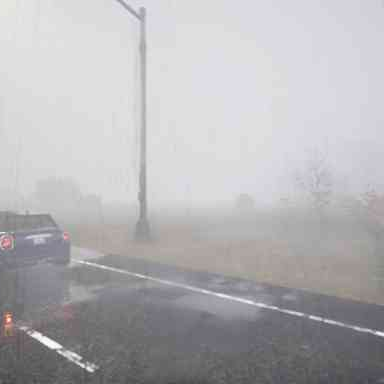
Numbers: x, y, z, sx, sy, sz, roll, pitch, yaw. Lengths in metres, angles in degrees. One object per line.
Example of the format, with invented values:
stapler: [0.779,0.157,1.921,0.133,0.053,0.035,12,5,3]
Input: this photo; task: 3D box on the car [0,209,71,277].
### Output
car: [-5.802,1.360,10.453,4.553,1.767,2.097,0,0,40]
